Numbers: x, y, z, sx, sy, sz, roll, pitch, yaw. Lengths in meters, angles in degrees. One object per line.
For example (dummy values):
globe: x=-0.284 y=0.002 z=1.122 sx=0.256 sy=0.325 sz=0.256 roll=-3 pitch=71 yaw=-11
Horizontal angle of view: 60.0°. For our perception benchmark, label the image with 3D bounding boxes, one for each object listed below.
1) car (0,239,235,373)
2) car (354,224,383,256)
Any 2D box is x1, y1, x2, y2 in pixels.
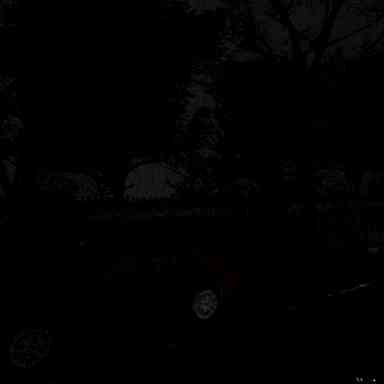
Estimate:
car: x=-1.287 y=1.548 z=5.641 sx=4.507 sy=1.381 sz=1.887 roll=0 pitch=0 yaw=-35
car: x=7.747 y=1.550 z=12.083 sx=4.829 sy=1.417 sz=1.752 roll=0 pitch=0 yaw=-35
